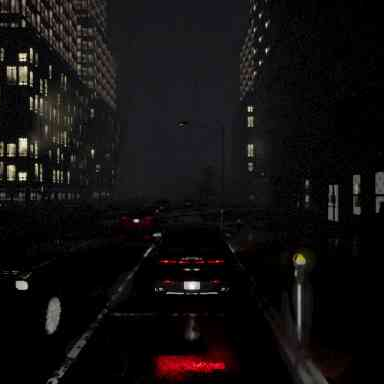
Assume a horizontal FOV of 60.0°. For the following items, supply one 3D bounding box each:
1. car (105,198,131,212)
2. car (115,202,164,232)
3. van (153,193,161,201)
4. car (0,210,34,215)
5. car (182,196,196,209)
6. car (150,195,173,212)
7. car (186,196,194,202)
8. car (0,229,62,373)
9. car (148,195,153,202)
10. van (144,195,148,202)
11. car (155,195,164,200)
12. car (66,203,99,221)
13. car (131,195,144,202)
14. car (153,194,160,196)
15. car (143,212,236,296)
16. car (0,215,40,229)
[{"bbox_3d":[-8.833,1.537,38.569,2.008,1.369,4.403,0,0,0],"label":"car"},{"bbox_3d":[-3.045,1.560,20.178,1.994,1.385,4.181,0,0,0],"label":"car"},{"bbox_3d":[-8.831,1.286,84.106,1.690,1.788,3.998,0,0,0],"label":"van"},{"bbox_3d":[-8.833,1.563,15.800,1.947,1.339,4.313,0,0,0],"label":"car"},{"bbox_3d":[-0.452,1.548,44.248,1.947,1.339,4.313,0,0,0],"label":"car"},{"bbox_3d":[-3.145,1.464,36.885,1.882,1.535,5.008,0,0,0],"label":"car"},{"bbox_3d":[-0.452,1.533,78.399,1.802,1.307,4.206,0,0,0],"label":"car"},{"bbox_3d":[-3.045,1.477,3.466,1.882,1.535,5.008,0,0,0],"label":"car"},{"bbox_3d":[-8.833,1.551,61.338,1.802,1.307,4.206,0,0,0],"label":"car"},{"bbox_3d":[-8.832,1.315,55.645,1.690,1.788,3.998,0,0,0],"label":"van"},{"bbox_3d":[-8.832,1.504,89.799,1.947,1.339,4.313,0,0,0],"label":"car"},{"bbox_3d":[-8.832,1.575,27.183,1.802,1.307,4.206,0,0,0],"label":"car"},{"bbox_3d":[-8.833,1.523,49.953,1.887,1.381,4.507,0,0,0],"label":"car"},{"bbox_3d":[-8.832,1.391,78.413,1.967,1.590,4.097,0,0,0],"label":"car"},{"bbox_3d":[0.000,1.503,8.649,1.837,1.490,4.892,0,0,0],"label":"car"},{"bbox_3d":[-6.245,1.600,9.784,1.895,1.301,4.718,0,0,0],"label":"car"}]
